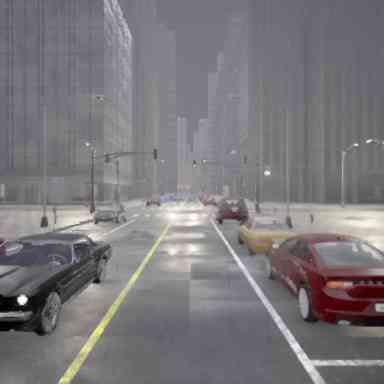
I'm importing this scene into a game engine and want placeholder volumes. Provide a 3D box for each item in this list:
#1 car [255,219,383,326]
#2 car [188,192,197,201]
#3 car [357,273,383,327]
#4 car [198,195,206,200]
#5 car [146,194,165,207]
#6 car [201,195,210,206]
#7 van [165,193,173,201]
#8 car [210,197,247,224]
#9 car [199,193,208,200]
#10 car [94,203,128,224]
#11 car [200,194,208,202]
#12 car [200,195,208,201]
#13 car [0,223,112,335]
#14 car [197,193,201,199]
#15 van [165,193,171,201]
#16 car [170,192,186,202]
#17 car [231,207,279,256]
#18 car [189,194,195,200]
[{"bbox_3d":[2.763,1.531,7.037,1.887,1.381,4.507,0,0,0],"label":"car"},{"bbox_3d":[-0.001,1.418,81.035,2.033,1.411,5.357,0,0,0],"label":"car"},{"bbox_3d":[2.763,1.563,1.400,1.947,1.339,4.313,0,0,0],"label":"car"},{"bbox_3d":[2.761,1.441,90.129,1.947,1.339,4.313,0,0,0],"label":"car"},{"bbox_3d":[-5.763,1.233,50.780,2.192,1.841,5.009,0,0,0],"label":"car"},{"bbox_3d":[2.762,1.500,50.800,1.802,1.307,4.206,0,0,0],"label":"car"},{"bbox_3d":[-5.764,1.222,84.492,1.690,1.788,3.998,0,0,0],"label":"van"},{"bbox_3d":[2.763,1.272,23.946,2.192,1.841,5.009,0,0,0],"label":"car"},{"bbox_3d":[2.762,1.449,62.037,1.887,1.381,4.507,0,0,0],"label":"car"},{"bbox_3d":[-5.762,1.508,23.927,2.008,1.369,4.403,0,0,0],"label":"car"},{"bbox_3d":[2.762,1.493,56.419,1.802,1.307,4.206,0,0,0],"label":"car"},{"bbox_3d":[2.762,1.468,78.892,1.802,1.307,4.206,0,0,0],"label":"car"},{"bbox_3d":[-3.100,1.588,6.803,1.895,1.301,4.718,0,0,0],"label":"car"},{"bbox_3d":[2.762,1.207,73.274,2.192,1.841,5.009,0,0,0],"label":"car"},{"bbox_3d":[-5.763,1.228,78.874,1.690,1.788,3.998,0,0,0],"label":"van"},{"bbox_3d":[-3.001,1.248,72.350,2.097,1.767,4.553,0,0,0],"label":"car"},{"bbox_3d":[2.763,1.501,12.843,1.752,1.417,4.829,0,0,0],"label":"car"},{"bbox_3d":[-0.002,1.334,91.449,1.837,1.490,4.892,0,0,0],"label":"car"}]
